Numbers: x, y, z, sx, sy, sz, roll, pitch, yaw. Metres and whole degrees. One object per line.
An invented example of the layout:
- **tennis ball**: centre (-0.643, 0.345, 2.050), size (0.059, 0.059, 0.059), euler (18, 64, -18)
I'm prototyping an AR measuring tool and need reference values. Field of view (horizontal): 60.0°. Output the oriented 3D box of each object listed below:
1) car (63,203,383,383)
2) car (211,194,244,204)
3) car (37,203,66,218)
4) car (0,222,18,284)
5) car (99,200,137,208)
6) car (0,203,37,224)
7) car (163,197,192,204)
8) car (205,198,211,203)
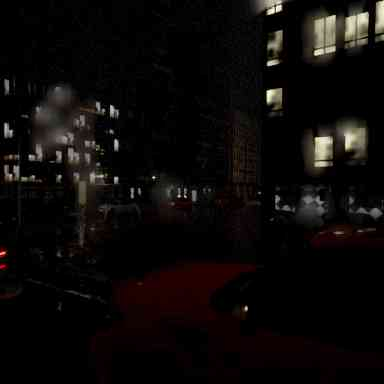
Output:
- **car**: centre (1.668, 1.221, 2.496), size (5.566, 2.045, 2.150), euler (0, 0, 35)
- **car**: centre (5.493, 1.422, 47.972), size (2.150, 2.045, 5.566), euler (1, 0, 37)
- **car**: centre (-12.930, 1.617, 28.526), size (1.994, 1.385, 4.181), euler (1, 0, 37)
- **car**: centre (-6.238, 1.522, 8.109), size (4.674, 1.442, 1.812), euler (0, 0, 35)
- **car**: centre (-7.788, 1.619, 35.462), size (1.812, 1.442, 4.674), euler (1, 0, 37)
- **car**: centre (-13.571, 1.546, 22.462), size (2.128, 1.511, 4.902), euler (1, 0, 40)
- **car**: centre (-1.913, 1.490, 43.357), size (2.097, 1.767, 4.553), euler (1, 0, 37)
- **car**: centre (4.321, 1.406, 51.689), size (2.150, 2.045, 5.566), euler (1, 0, 37)
